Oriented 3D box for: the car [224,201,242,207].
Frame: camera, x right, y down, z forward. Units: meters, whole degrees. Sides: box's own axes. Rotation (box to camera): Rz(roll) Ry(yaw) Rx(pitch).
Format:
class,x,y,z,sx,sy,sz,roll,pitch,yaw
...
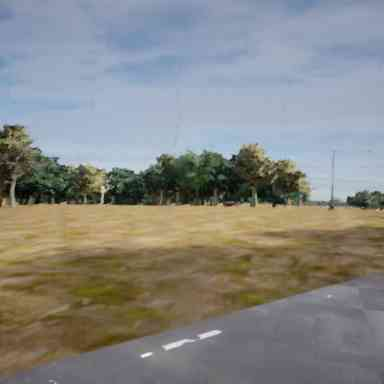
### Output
class,x,y,z,sx,sy,sz,roll,pitch,yaw
car,10.738,3.186,87.617,5.008,1.535,1.882,0,-4,34
